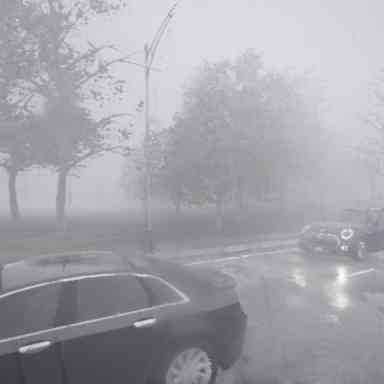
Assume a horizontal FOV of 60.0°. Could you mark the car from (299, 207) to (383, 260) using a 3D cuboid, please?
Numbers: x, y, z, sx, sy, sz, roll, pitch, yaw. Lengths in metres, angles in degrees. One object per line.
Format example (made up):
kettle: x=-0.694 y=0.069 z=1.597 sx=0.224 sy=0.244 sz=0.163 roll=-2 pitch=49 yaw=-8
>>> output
car: x=6.139 y=1.380 z=12.559 sx=4.553 sy=1.767 sz=2.097 roll=1 pitch=0 yaw=-35

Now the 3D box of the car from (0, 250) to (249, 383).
car: x=-1.672 y=1.492 z=3.566 sx=4.892 sy=1.490 sz=1.837 roll=0 pitch=1 yaw=-28
